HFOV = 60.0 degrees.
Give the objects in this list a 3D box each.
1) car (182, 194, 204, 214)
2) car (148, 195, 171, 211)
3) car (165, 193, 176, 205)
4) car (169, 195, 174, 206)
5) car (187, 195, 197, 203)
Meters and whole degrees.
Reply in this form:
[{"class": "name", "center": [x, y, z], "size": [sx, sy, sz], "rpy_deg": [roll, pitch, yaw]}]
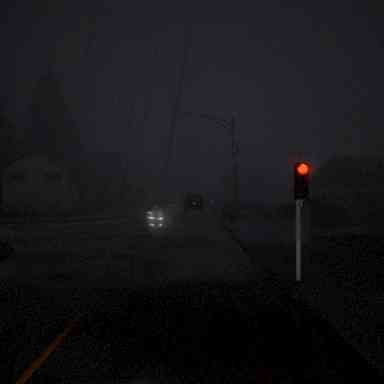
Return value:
[{"class": "car", "center": [0.167, 1.221, 36.105], "size": [2.150, 2.045, 5.566], "rpy_deg": [0, 0, -1]}, {"class": "car", "center": [-4.096, 1.491, 39.977], "size": [2.128, 1.511, 4.902], "rpy_deg": [0, 0, 0]}, {"class": "car", "center": [-4.063, 1.221, 60.429], "size": [2.150, 2.045, 5.566], "rpy_deg": [0, 0, 0]}, {"class": "car", "center": [-4.086, 1.525, 49.981], "size": [1.812, 1.442, 4.674], "rpy_deg": [0, 0, 0]}, {"class": "car", "center": [0.009, 1.575, 76.660], "size": [2.097, 1.767, 4.553], "rpy_deg": [0, 0, 0]}]
